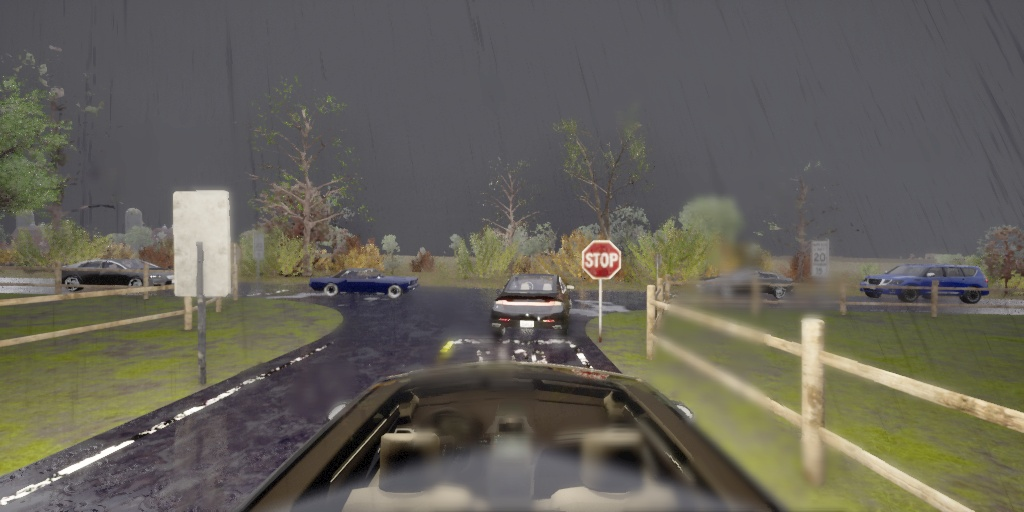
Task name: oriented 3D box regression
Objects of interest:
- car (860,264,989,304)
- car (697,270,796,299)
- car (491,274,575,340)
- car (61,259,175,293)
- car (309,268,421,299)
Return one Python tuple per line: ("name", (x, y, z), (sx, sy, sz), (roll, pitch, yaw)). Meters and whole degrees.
("car", (22.896, 1.466, 20.008), (5.566, 2.045, 2.150), (1, 1, 0))
("car", (13.000, 1.524, 20.017), (4.902, 1.511, 2.128), (1, 1, 0))
("car", (0.705, 1.239, 10.057), (2.128, 1.511, 4.902), (0, 0, 9))
("car", (-18.493, 0.884, 17.101), (4.902, 1.511, 2.128), (1, 1, 0))
("car", (-6.825, 1.248, 17.087), (4.718, 1.301, 1.895), (1, 1, 0))
